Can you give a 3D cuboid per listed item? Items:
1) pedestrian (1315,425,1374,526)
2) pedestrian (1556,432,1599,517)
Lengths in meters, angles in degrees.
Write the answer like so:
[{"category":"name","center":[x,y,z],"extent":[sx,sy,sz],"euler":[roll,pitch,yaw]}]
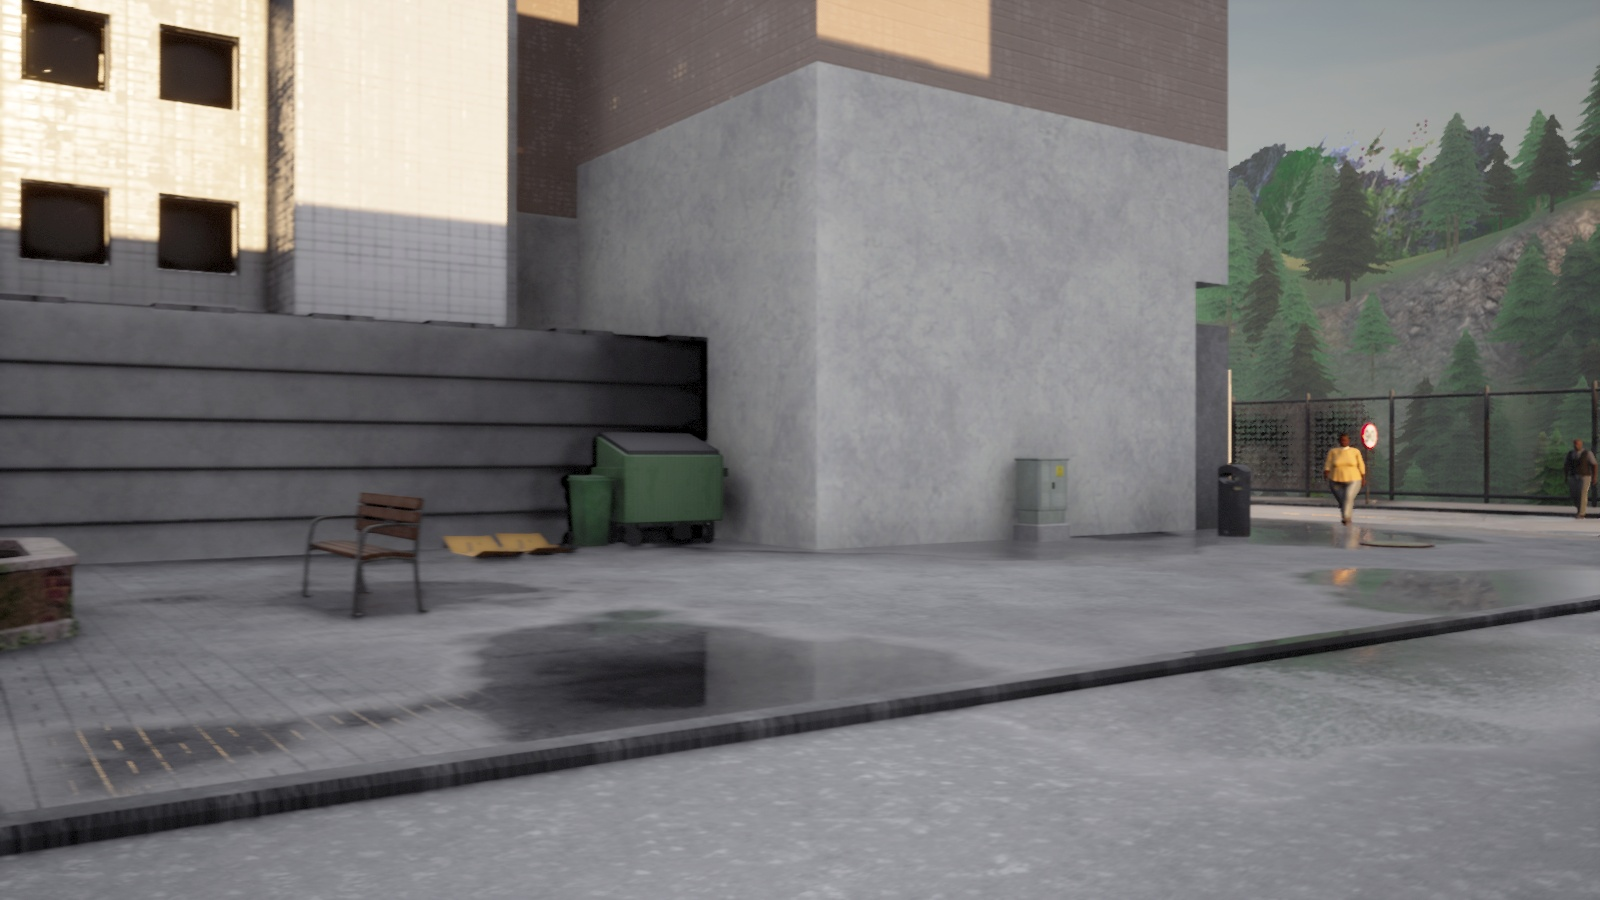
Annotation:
[{"category":"pedestrian","center":[10.300,0.468,23.759],"extent":[0.874,1.855,0.900],"euler":[0,0,34]},{"category":"pedestrian","center":[17.421,0.540,28.110],"extent":[0.849,1.883,0.563],"euler":[0,0,-35]}]
